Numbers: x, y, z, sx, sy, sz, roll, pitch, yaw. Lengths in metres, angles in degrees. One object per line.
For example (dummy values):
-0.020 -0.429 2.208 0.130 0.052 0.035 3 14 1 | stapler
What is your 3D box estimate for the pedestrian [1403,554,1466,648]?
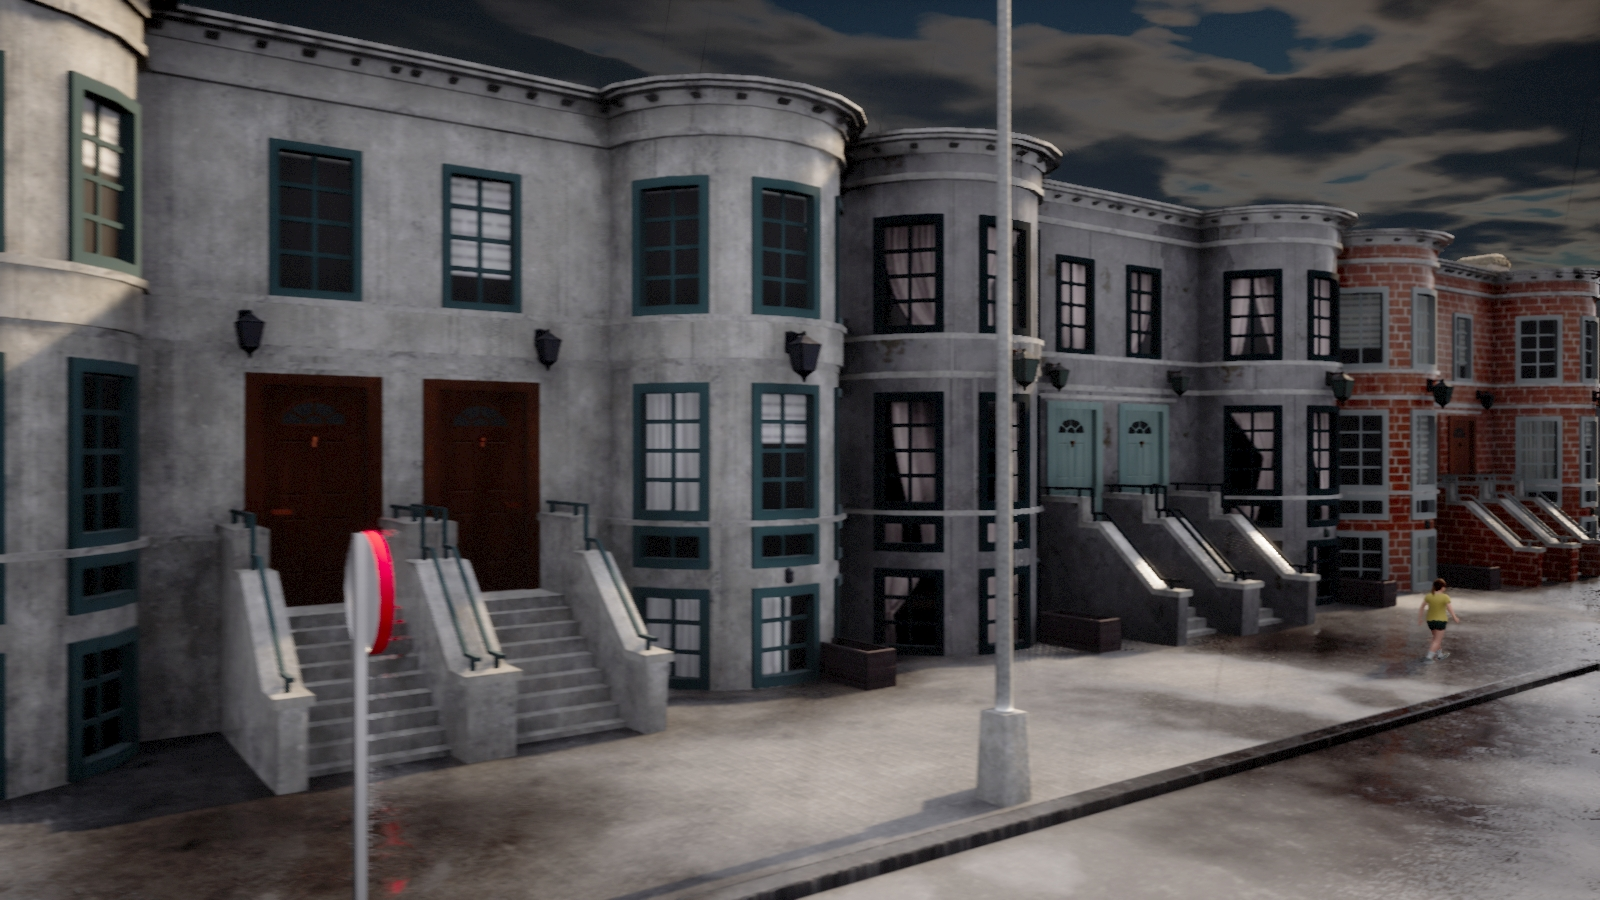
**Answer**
8.022 1.889 14.442 0.500 1.100 0.500 0 0 -25 | pedestrian
